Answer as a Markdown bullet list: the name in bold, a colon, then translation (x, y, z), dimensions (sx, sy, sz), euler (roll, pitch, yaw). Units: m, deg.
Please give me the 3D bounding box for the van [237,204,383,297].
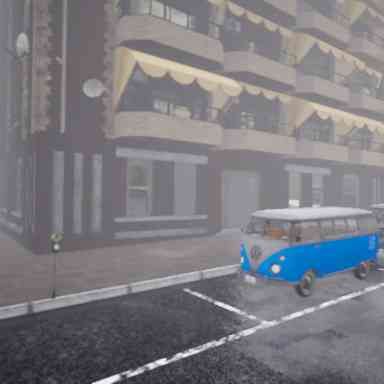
- **van**: translation (2.944, 1.294, 8.184), dimensions (3.998, 1.788, 1.690), euler (0, 2, -36)
